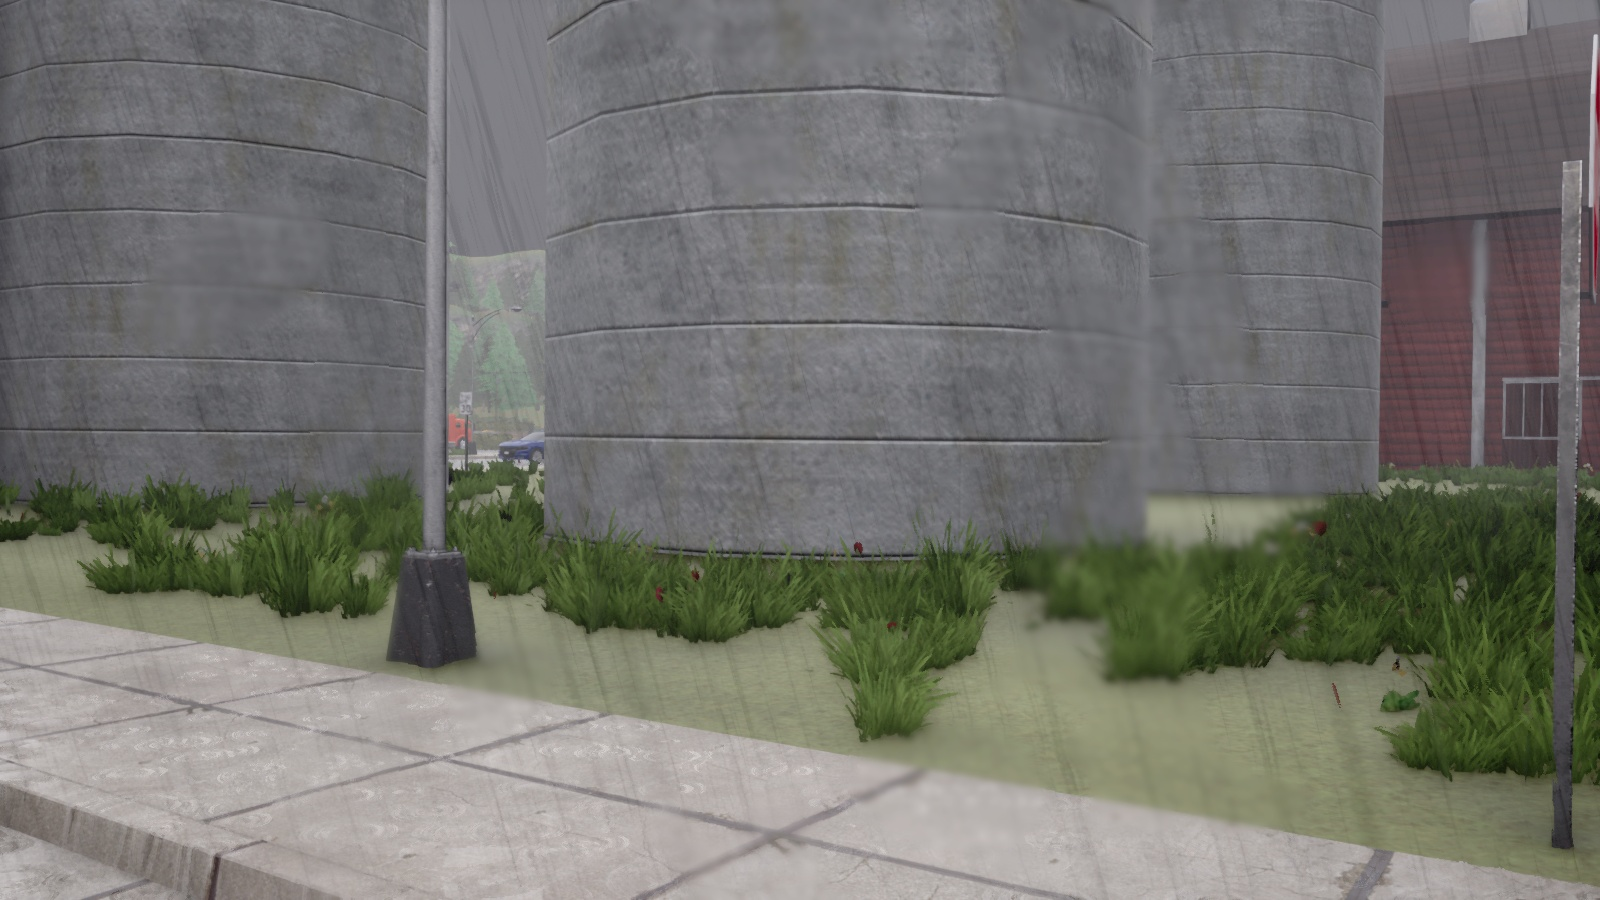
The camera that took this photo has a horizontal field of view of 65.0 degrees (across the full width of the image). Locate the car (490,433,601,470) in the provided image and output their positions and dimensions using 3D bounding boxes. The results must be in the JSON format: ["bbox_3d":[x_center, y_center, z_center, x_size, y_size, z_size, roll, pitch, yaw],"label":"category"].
[{"bbox_3d":[-11.318,0.044,56.201,1.882,1.535,5.008,0,1,33],"label":"car"}]

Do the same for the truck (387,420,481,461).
[{"bbox_3d":[-23.074,-0.626,79.366,2.627,2.467,5.204,0,1,33],"label":"truck"}]
